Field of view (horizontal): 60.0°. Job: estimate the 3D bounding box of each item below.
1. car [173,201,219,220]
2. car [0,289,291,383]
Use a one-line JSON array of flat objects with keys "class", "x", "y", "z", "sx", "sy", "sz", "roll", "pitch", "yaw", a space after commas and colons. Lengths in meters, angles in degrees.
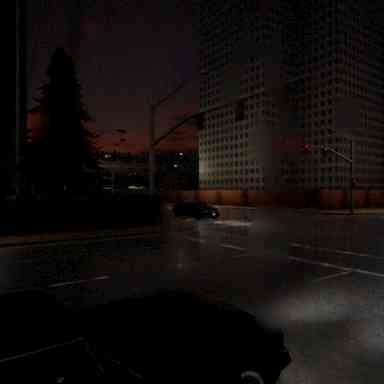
[{"class": "car", "x": 0.267, "y": 1.493, "z": 27.982, "sx": 2.128, "sy": 1.511, "sz": 4.902, "roll": 0, "pitch": 0, "yaw": -36}, {"class": "car", "x": -1.291, "y": 1.600, "z": 2.837, "sx": 4.718, "sy": 1.301, "sz": 1.895, "roll": 0, "pitch": 0, "yaw": -37}]
